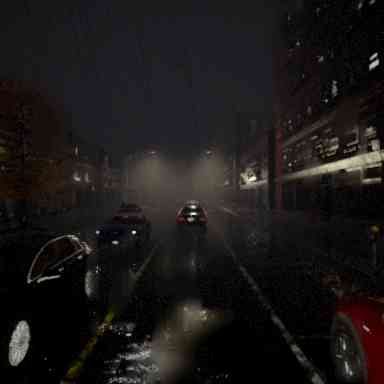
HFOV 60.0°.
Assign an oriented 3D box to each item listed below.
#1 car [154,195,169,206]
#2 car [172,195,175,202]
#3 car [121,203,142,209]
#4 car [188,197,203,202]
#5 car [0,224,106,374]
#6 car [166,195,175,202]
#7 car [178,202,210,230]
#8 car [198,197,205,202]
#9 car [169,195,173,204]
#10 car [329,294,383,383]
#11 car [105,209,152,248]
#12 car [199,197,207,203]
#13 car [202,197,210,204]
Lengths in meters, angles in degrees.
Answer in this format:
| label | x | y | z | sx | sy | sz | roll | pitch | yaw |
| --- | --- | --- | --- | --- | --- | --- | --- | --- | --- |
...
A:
| label | x | y | z | sx | sy | sz | roll | pitch | yaw |
| --- | --- | --- | --- | --- | --- | --- | --- | --- | --- |
| car | -5.678 | 1.723 | 59.440 | 1.967 | 1.590 | 4.097 | 1 | 0 | 0 |
| car | -5.679 | 1.807 | 76.500 | 1.967 | 1.590 | 4.097 | 1 | 0 | 0 |
| car | -5.679 | 1.729 | 31.007 | 1.802 | 1.307 | 4.206 | 1 | 0 | 0 |
| car | 0.090 | 1.753 | 43.484 | 2.033 | 1.411 | 5.357 | 0 | 0 | 0 |
| car | -3.093 | 1.532 | 5.712 | 1.837 | 1.490 | 4.892 | 0 | 0 | 0 |
| car | -5.677 | 1.739 | 87.874 | 2.192 | 1.841 | 5.009 | 1 | 0 | 0 |
| car | 0.027 | 1.652 | 22.144 | 2.033 | 1.411 | 5.357 | 0 | 0 | 1 |
| car | 2.698 | 1.997 | 93.621 | 1.887 | 1.381 | 4.507 | 1 | 0 | 0 |
| car | -5.681 | 1.905 | 70.814 | 1.947 | 1.339 | 4.313 | 1 | 0 | 0 |
| car | 2.706 | 1.453 | 2.636 | 1.967 | 1.590 | 4.097 | 1 | 0 | 0 |
| car | -3.001 | 1.673 | 15.232 | 1.895 | 1.301 | 4.718 | 0 | 0 | 0 |
| car | 2.698 | 1.977 | 82.247 | 1.802 | 1.307 | 4.206 | 1 | 0 | 0 |
| car | 2.700 | 1.837 | 65.358 | 1.752 | 1.417 | 4.829 | 1 | 0 | 0 |
